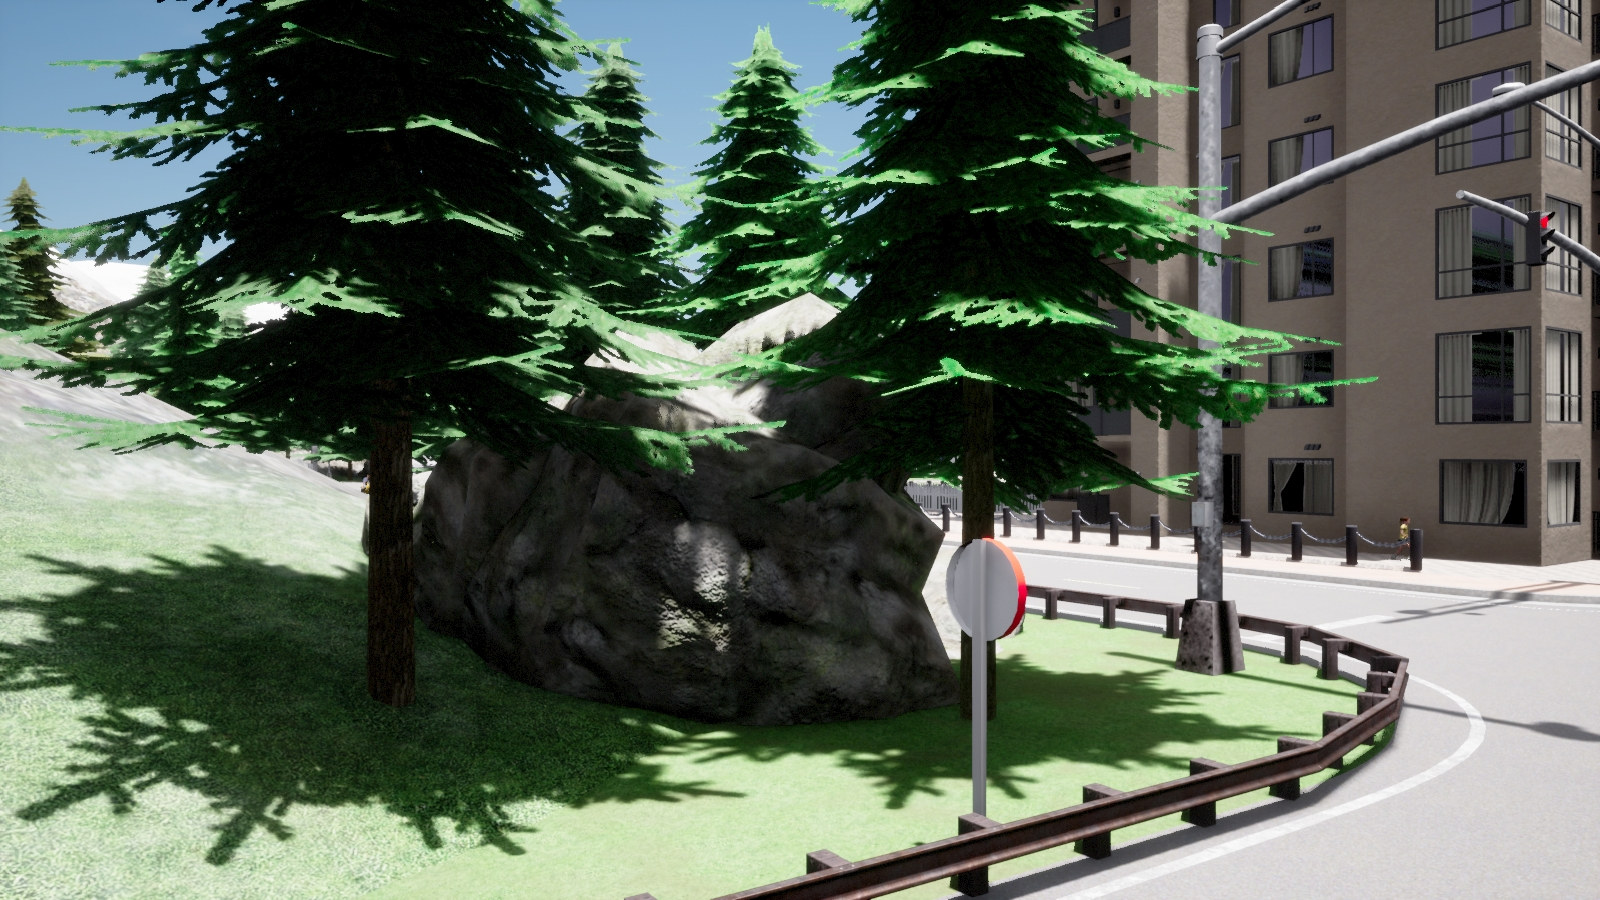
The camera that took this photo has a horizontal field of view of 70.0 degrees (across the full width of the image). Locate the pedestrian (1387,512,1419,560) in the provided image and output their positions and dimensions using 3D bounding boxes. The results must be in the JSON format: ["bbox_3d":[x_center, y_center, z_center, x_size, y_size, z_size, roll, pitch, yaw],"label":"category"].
[{"bbox_3d":[14.325,2.040,27.137,0.500,1.100,0.500,0,0,-33],"label":"pedestrian"}]

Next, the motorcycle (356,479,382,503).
[{"bbox_3d":[-23.023,2.162,60.994,0.803,1.217,2.033,0,0,-36],"label":"motorcycle"}]
